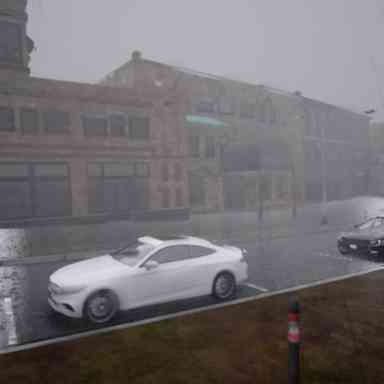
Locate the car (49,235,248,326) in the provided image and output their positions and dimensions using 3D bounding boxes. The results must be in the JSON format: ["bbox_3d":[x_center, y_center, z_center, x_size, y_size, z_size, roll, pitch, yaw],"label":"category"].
[{"bbox_3d":[-0.799,1.774,7.764,4.674,1.452,2.002,0,1,-31],"label":"car"}]

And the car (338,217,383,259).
[{"bbox_3d":[7.997,1.754,13.562,5.008,1.535,2.097,1,-1,-34],"label":"car"}]
